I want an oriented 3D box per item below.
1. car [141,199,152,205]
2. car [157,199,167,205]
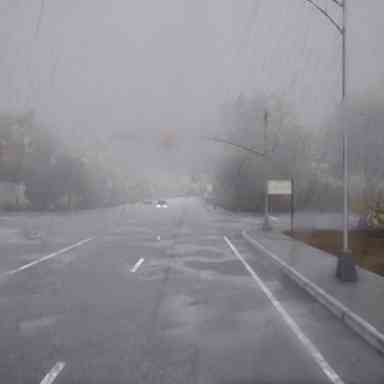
[{"bbox_3d":[-10.484,2.271,77.195,2.033,1.411,5.357,0,-1,0],"label":"car"},{"bbox_3d":[-6.984,2.326,77.163,1.895,1.301,4.718,0,-1,0],"label":"car"}]
